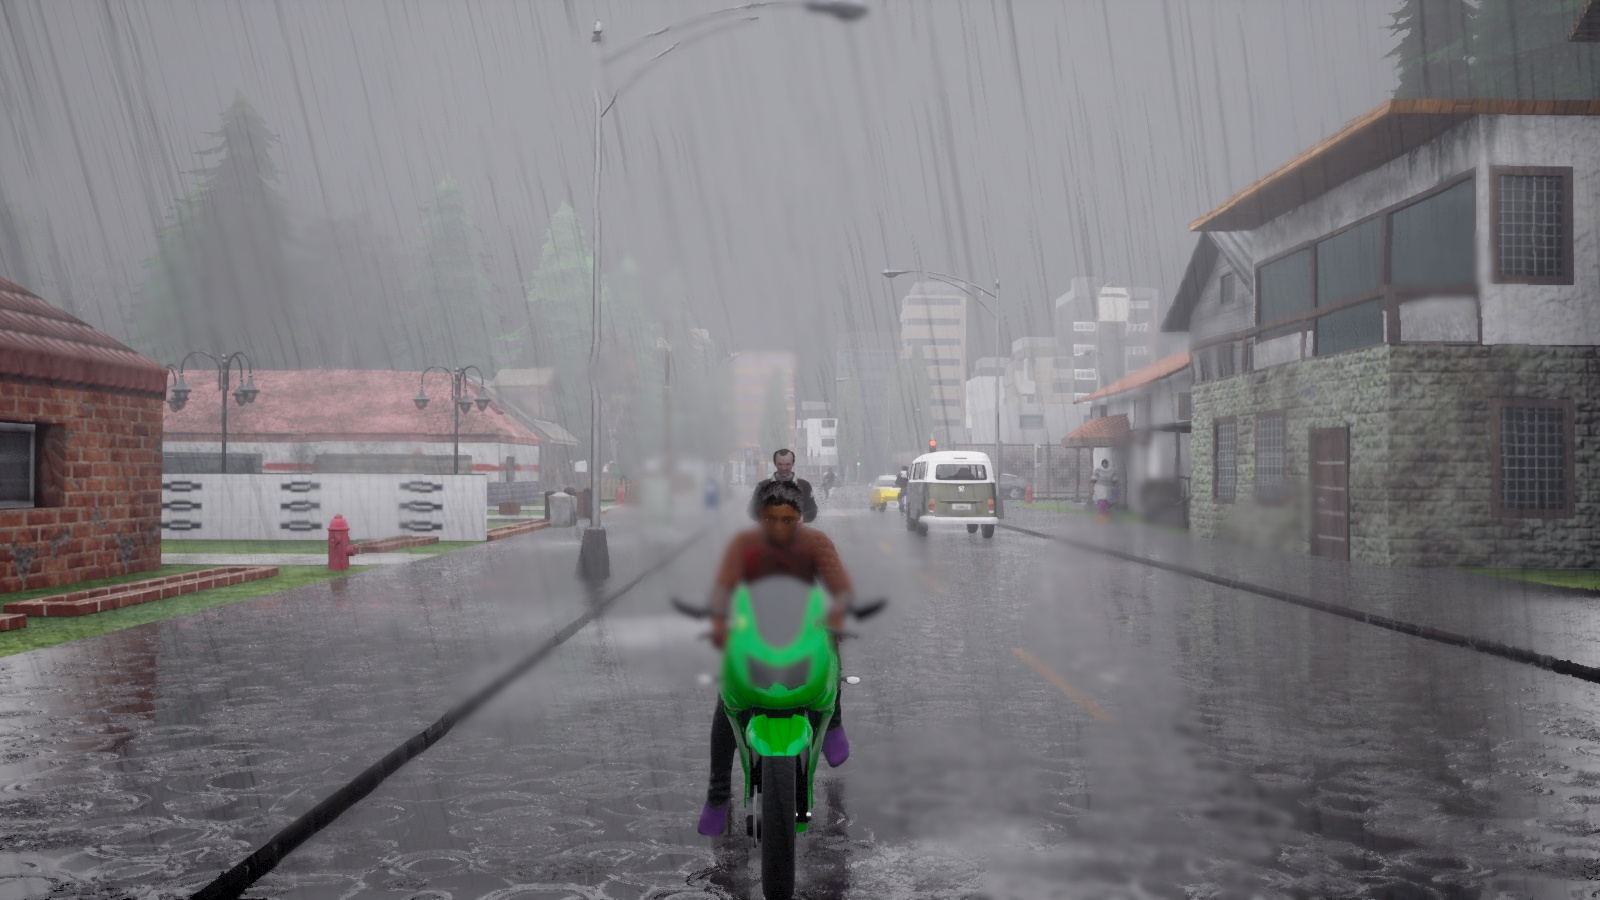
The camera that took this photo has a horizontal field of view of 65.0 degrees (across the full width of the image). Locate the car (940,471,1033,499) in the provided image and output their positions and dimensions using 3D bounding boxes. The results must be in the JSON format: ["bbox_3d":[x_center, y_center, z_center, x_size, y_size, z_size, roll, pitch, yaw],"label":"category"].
[{"bbox_3d":[10.222,1.929,68.972,4.792,1.488,2.163,0,-1,0],"label":"car"}]

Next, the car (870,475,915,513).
[{"bbox_3d":[3.493,1.654,47.662,1.481,1.376,2.207,0,-1,-1],"label":"car"}]

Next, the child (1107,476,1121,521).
[{"bbox_3d":[8.941,1.367,35.739,0.270,1.263,0.437,0,-1,-1],"label":"child"}]

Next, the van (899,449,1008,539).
[{"bbox_3d":[3.661,1.038,30.706,2.069,2.038,4.480,0,-1,-1],"label":"van"}]

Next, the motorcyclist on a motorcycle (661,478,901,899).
[{"bbox_3d":[-0.075,0.884,5.210,0.797,1.523,2.044,0,-1,-1],"label":"motorcyclist on a motorcycle"}]

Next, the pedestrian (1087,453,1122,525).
[{"bbox_3d":[8.417,1.072,34.709,0.659,1.952,0.873,0,-1,-8],"label":"pedestrian"}]
